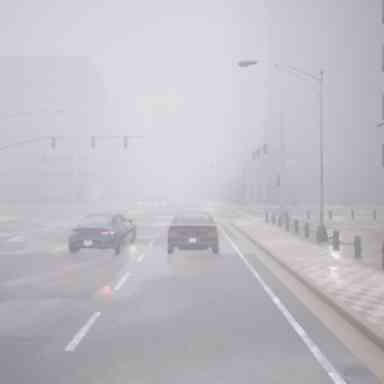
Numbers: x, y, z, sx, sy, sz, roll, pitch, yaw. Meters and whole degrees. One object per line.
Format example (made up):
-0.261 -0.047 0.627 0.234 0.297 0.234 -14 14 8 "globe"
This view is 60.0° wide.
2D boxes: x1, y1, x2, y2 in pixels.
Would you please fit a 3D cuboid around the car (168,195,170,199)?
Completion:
-7.011 1.534 90.170 1.812 1.442 4.674 0 0 0 "car"

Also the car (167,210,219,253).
0.050 1.482 13.681 1.882 1.535 5.008 0 0 0 "car"

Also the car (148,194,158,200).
-10.511 1.364 90.200 2.097 1.767 4.553 0 0 0 "car"

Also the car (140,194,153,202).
-10.509 1.615 74.488 1.895 1.301 4.718 0 0 0 "car"

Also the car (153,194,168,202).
-7.009 1.616 74.485 1.895 1.301 4.718 0 0 0 "car"

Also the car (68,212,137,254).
-3.452 1.529 13.410 1.812 1.442 4.674 0 0 0 "car"
